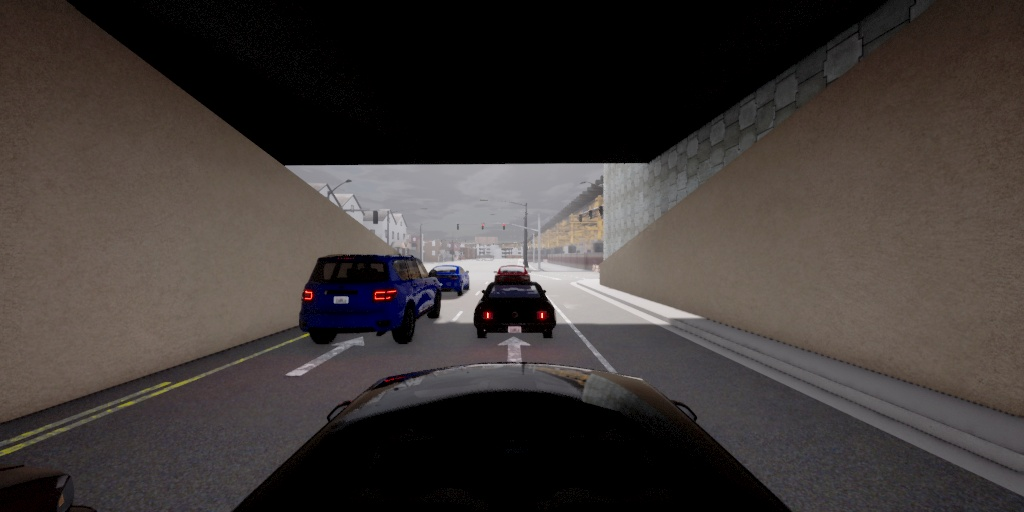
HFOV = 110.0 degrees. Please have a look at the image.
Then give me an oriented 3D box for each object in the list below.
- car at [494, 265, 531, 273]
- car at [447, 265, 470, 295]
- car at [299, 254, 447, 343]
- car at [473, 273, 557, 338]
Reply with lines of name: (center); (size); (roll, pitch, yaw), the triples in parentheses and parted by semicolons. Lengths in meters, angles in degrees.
car: (0.016, 1.228, 19.537); (1.882, 1.535, 5.008); (0, 0, 0)
car: (-3.485, 1.228, 19.788); (1.882, 1.535, 5.008); (0, 0, 0)
car: (-3.437, 0.971, 9.851); (2.150, 2.045, 5.566); (0, 0, 0)
car: (0.058, 1.351, 10.200); (1.895, 1.301, 4.718); (0, 0, 0)
